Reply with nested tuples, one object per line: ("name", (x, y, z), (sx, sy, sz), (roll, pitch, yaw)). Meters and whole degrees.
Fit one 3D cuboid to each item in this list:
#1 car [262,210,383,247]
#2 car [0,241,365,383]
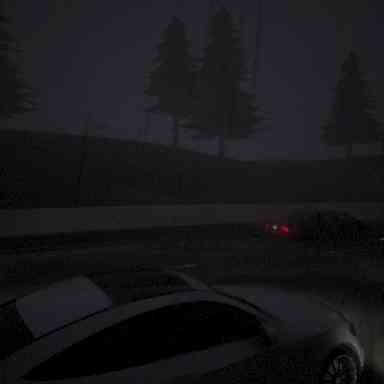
("car", (5.678, 1.465, 14.064), (5.357, 1.411, 2.033), (0, 0, -19))
("car", (-0.309, 1.500, 3.209), (4.674, 1.442, 1.812), (0, 0, -33))
